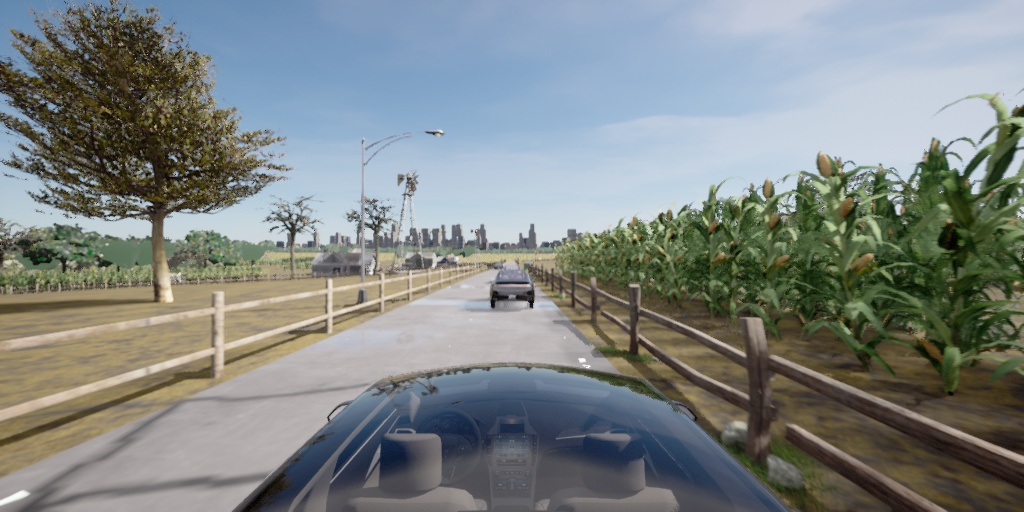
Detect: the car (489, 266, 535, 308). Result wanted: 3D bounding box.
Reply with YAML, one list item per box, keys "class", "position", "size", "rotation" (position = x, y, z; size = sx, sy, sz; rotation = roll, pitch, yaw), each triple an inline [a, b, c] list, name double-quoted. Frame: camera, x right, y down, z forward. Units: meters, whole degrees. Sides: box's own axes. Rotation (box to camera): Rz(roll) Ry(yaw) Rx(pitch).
- class: "car"
  position: [0.014, 1.373, 16.136]
  size: [2.128, 1.511, 4.902]
  rotation: [0, 0, 0]

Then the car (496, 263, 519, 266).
- class: "car"
  position: [0.023, 1.523, 31.143]
  size: [2.128, 1.511, 4.902]
  rotation: [0, -1, 0]
